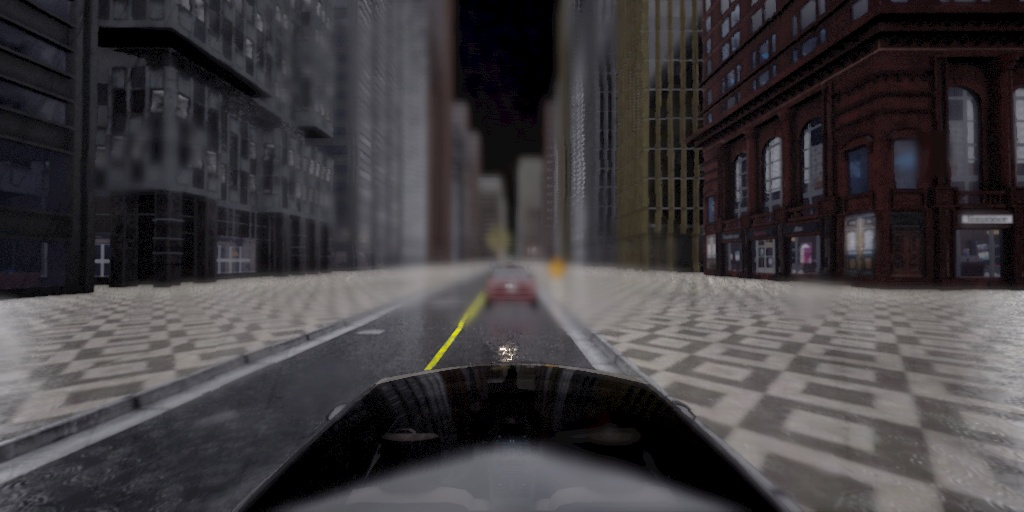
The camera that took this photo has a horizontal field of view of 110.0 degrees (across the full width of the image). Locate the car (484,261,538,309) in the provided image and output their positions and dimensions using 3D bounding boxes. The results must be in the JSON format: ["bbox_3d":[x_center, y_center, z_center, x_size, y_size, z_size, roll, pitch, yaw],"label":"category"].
[{"bbox_3d":[-0.010,1.232,15.928,2.097,1.767,4.553,0,-1,0],"label":"car"}]

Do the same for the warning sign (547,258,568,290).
[{"bbox_3d":[2.700,1.048,21.307,1.300,1.860,1.060,0,0,0],"label":"warning sign"}]
